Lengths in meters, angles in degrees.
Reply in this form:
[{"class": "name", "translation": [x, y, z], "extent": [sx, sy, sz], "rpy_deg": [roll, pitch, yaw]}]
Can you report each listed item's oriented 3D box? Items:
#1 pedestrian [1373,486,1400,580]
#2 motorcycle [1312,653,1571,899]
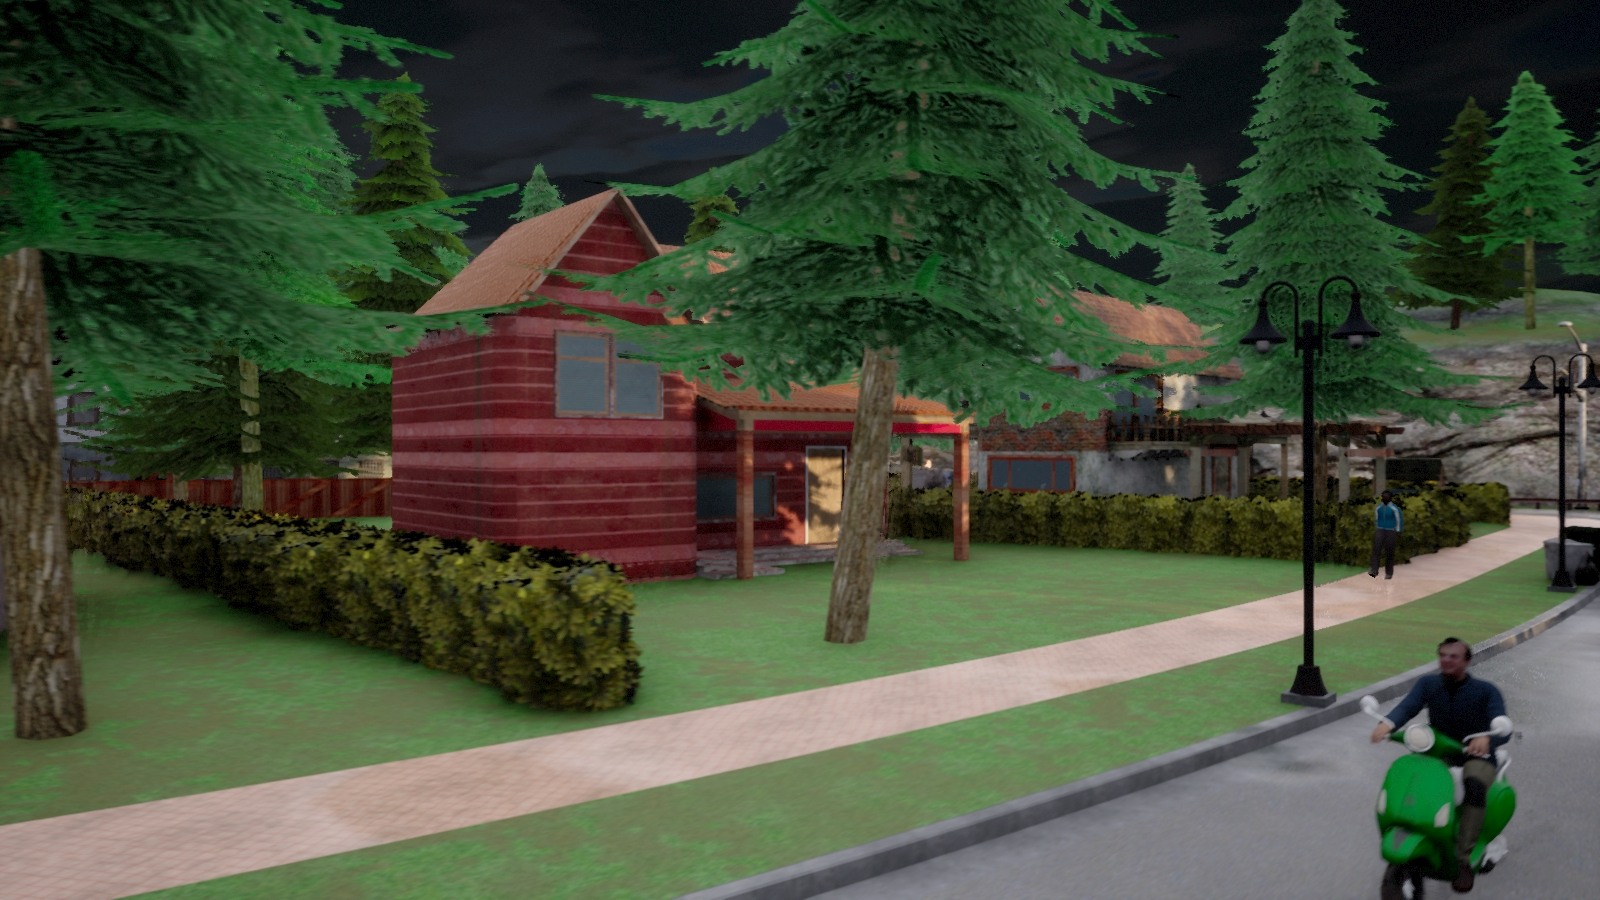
[{"class": "pedestrian", "translation": [11.905, 1.675, 23.200], "extent": [0.375, 1.860, 0.375], "rpy_deg": [0, 0, -43]}, {"class": "motorcycle", "translation": [4.064, 2.103, 7.184], "extent": [1.805, 1.334, 0.856], "rpy_deg": [0, 0, -41]}]
